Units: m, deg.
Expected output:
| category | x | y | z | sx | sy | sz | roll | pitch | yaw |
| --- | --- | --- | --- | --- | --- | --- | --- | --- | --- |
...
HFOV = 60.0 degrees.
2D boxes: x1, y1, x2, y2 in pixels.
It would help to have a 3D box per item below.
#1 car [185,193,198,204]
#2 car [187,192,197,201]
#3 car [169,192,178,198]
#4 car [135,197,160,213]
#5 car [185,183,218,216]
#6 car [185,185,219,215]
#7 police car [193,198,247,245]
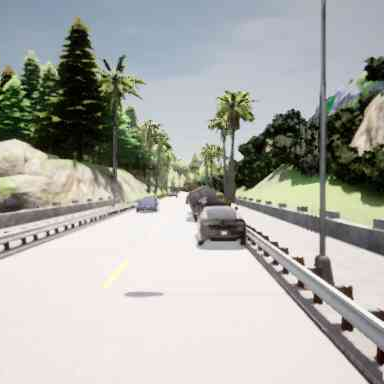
| category | x | y | z | sx | sy | sz | roll | pitch | yaw |
| --- | --- | --- | --- | --- | --- | --- | --- | --- | --- |
| car | 0.009 | 0.972 | 49.319 | 1.837 | 1.490 | 4.892 | 0 | 0 | 0 |
| car | -0.007 | 0.789 | 63.934 | 1.882 | 1.535 | 5.008 | 0 | 1 | 0 |
| car | -4.010 | 0.679 | 74.101 | 2.033 | 1.411 | 5.357 | 0 | 1 | 0 |
| car | -4.097 | 1.185 | 31.566 | 1.812 | 1.442 | 4.674 | 0 | 0 | 0 |
| car | 0.808 | 0.625 | 30.601 | 2.150 | 2.045 | 5.566 | -25 | 0 | 1 |
| car | 0.817 | 0.689 | 24.600 | 2.150 | 2.045 | 5.566 | -25 | 1 | 0 |
| police car | 1.157 | 1.266 | 14.692 | 1.930 | 1.638 | 5.238 | 0 | 1 | 0 |
